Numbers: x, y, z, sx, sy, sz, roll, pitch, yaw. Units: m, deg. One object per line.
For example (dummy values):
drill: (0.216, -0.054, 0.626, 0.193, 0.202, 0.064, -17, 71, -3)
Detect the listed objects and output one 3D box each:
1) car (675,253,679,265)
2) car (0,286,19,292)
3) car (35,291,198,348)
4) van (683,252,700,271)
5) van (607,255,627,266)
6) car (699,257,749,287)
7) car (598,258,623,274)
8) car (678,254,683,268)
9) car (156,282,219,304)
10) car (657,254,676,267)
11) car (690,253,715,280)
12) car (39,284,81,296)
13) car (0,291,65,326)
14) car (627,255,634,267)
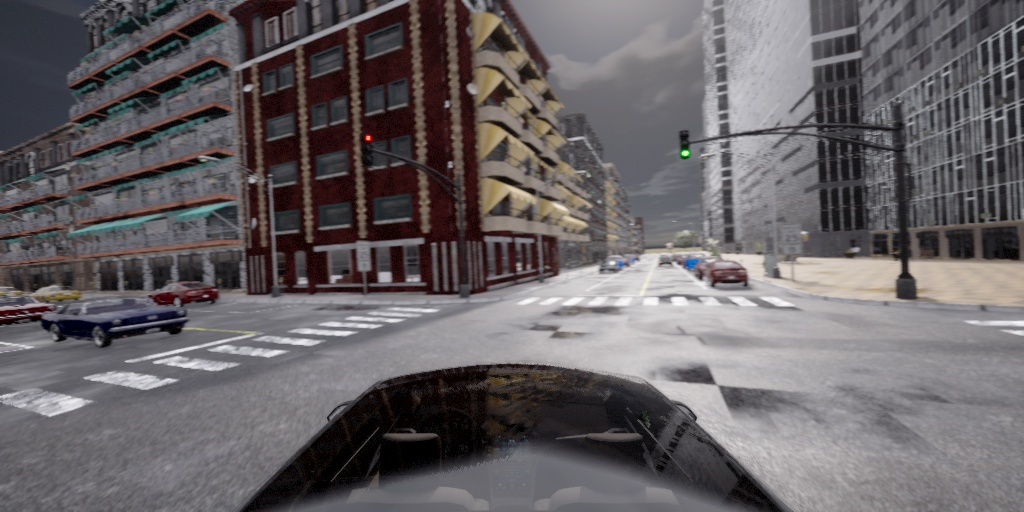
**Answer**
car: (24.685, 0.460, 51.241, 1.967, 1.591, 4.097, 0, 0, 22)
car: (-45.062, 3.312, 31.623, 4.829, 1.417, 1.751, 0, 0, 23)
car: (-12.605, 1.973, 11.420, 4.718, 1.301, 1.895, -3, 0, 23)
van: (18.244, 0.536, 35.577, 1.690, 1.789, 3.998, 0, 0, 22)
van: (12.667, 0.862, 43.943, 1.690, 1.789, 3.998, 0, 0, 22)
car: (11.802, 0.909, 19.913, 1.888, 1.381, 4.507, 0, 0, 22)
car: (10.520, 1.145, 38.722, 1.948, 1.339, 4.313, 0, 0, 22)
car: (20.391, 0.683, 40.799, 1.888, 1.381, 4.507, 0, 0, 22)
car: (-18.769, 2.152, 20.486, 4.507, 1.381, 1.888, 0, 0, 23)
car: (21.063, 0.773, 49.224, 1.895, 1.301, 4.718, -3, 0, 22)
car: (13.949, 0.747, 25.134, 1.967, 1.591, 4.097, 0, 0, 22)
car: (-34.623, 2.841, 27.156, 4.829, 1.417, 1.751, 0, 0, 23)
car: (-21.681, 2.381, 15.305, 4.718, 1.301, 1.895, -3, 0, 23)
car: (16.961, 0.949, 54.386, 1.888, 1.381, 4.507, 0, 0, 22)
